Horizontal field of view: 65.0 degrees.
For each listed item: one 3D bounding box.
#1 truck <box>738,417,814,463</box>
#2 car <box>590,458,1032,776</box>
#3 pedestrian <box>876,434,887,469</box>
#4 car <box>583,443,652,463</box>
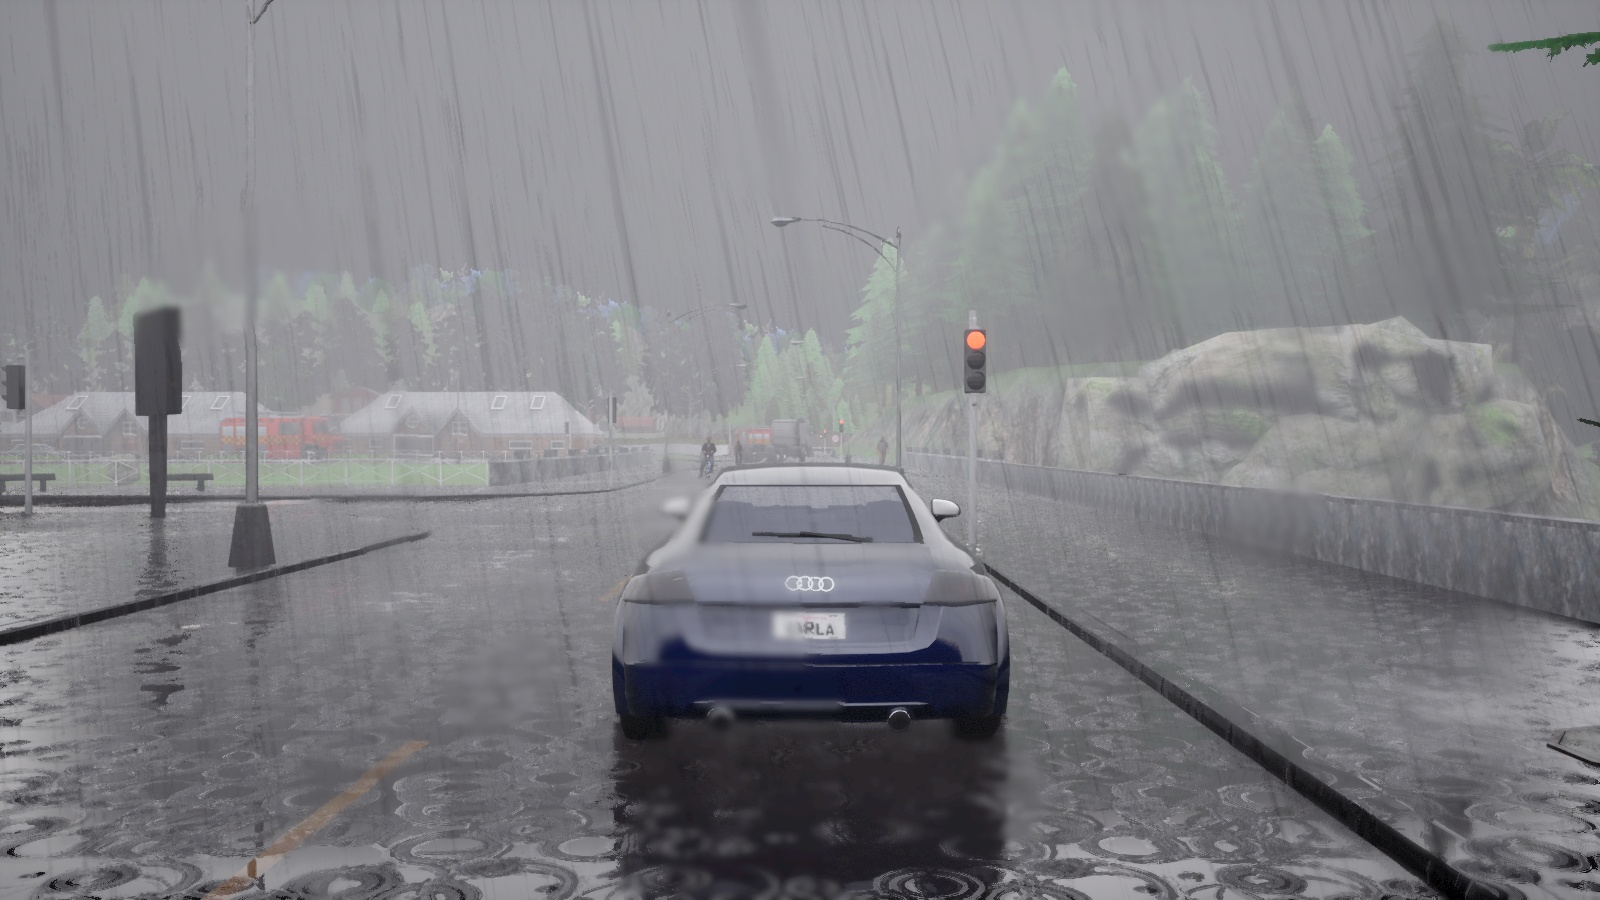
[{"bbox_3d":[-1.786,-0.793,98.584,2.891,3.462,7.936,0,0,24],"label":"truck"},{"bbox_3d":[0.066,0.767,7.763,1.994,1.385,4.181,0,0,1],"label":"car"},{"bbox_3d":[4.321,0.086,66.261,0.540,1.848,0.694,0,0,1],"label":"pedestrian"},{"bbox_3d":[-13.487,0.210,93.059,4.792,1.488,2.163,0,0,0],"label":"car"}]
